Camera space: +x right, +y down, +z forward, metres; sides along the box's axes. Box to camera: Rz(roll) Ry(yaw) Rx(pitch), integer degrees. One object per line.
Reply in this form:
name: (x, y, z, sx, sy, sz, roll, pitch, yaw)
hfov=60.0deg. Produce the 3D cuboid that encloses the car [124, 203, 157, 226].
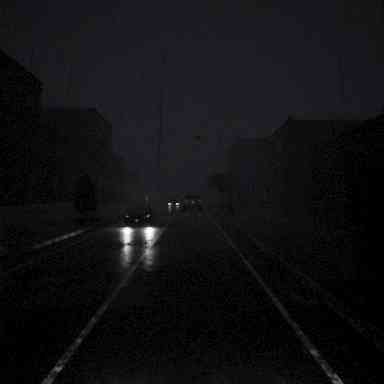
car: (-3.578, 1.563, 23.833, 1.812, 1.442, 4.674, 0, 0, 0)

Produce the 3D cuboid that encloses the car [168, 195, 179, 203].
car: (-3.530, 1.350, 65.013, 1.837, 1.490, 4.892, 0, 1, 1)

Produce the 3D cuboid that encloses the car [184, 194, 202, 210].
car: (0.105, 1.269, 42.997, 2.150, 2.045, 5.566, 0, 0, 0)
